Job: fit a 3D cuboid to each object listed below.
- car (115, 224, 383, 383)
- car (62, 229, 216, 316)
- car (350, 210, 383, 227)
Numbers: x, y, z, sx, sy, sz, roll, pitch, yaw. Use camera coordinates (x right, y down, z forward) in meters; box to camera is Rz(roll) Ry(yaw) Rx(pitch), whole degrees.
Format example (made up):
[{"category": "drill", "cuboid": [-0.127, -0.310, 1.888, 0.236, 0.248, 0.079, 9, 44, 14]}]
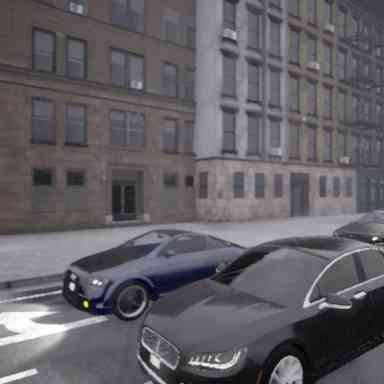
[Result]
[{"category": "car", "cuboid": [1.605, 1.478, 4.827, 4.892, 1.490, 1.837, 0, 0, -35]}, {"category": "car", "cuboid": [-0.577, 1.539, 7.266, 4.181, 1.385, 1.994, 0, 0, -35]}, {"category": "car", "cuboid": [7.816, 1.455, 13.258, 5.357, 1.411, 2.033, 0, 0, -36]}]
